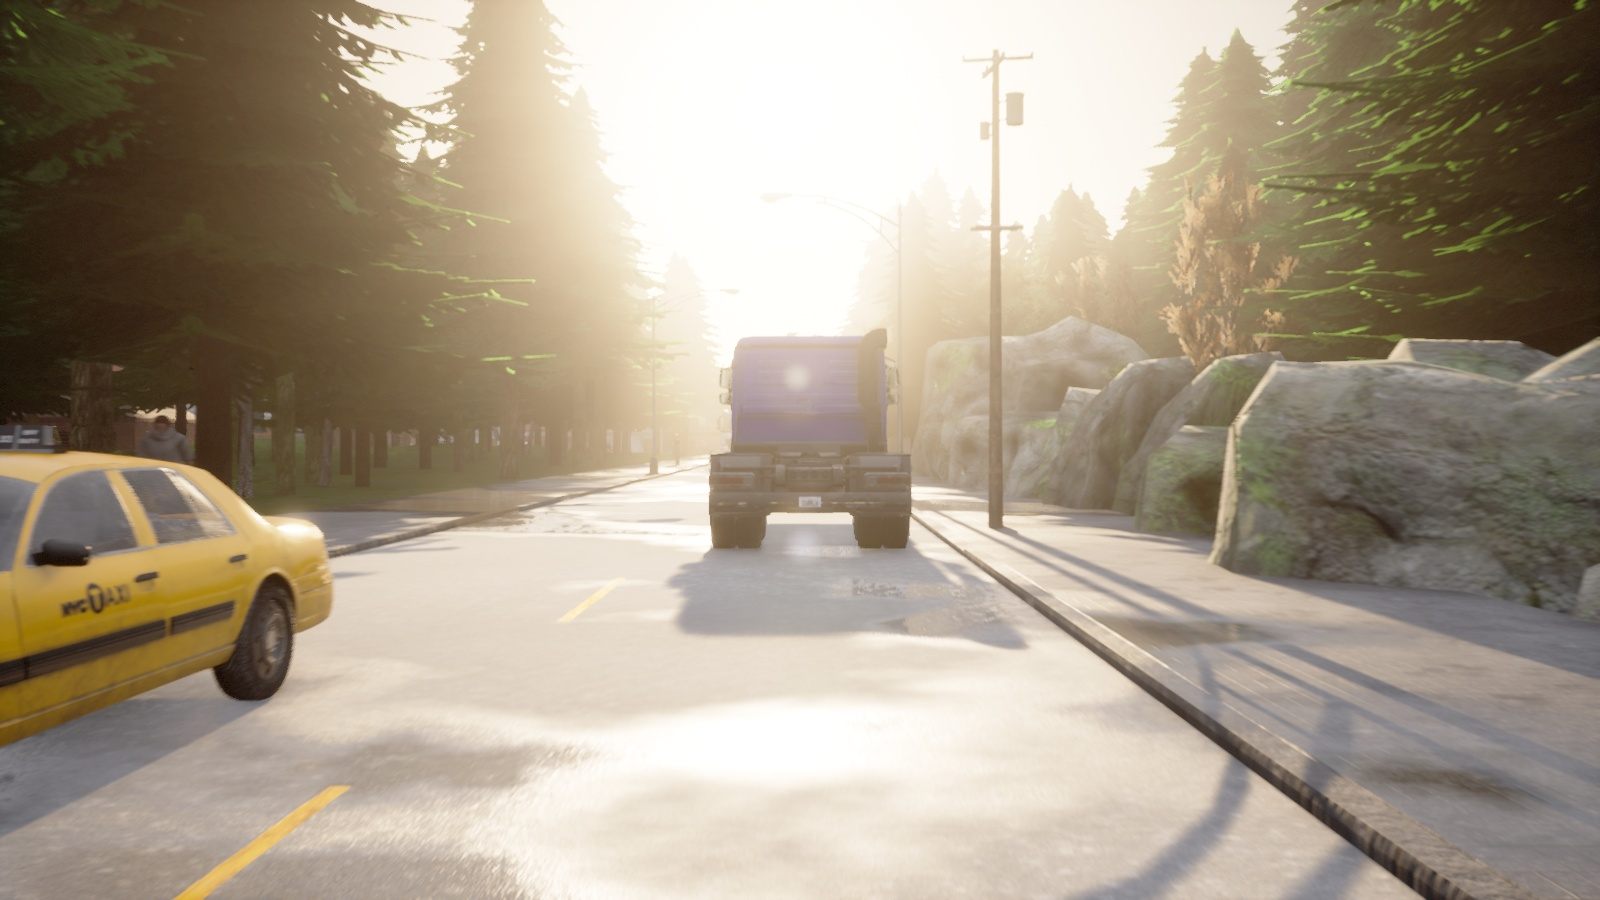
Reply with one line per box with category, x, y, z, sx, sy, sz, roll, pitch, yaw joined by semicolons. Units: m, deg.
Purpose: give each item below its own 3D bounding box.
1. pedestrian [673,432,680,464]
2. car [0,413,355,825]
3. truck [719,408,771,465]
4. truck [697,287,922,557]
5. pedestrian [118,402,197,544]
pedestrian;-7.046;-0.103;71.689;0.345;1.836;0.594;0;0;5
car;-3.948;0.637;5.856;1.801;1.575;5.366;0;0;0
truck;-3.443;-0.857;80.266;2.891;3.462;7.936;0;0;0
truck;0.151;-0.391;20.126;2.891;3.462;7.936;0;0;0
pedestrian;-9.043;0.312;17.694;0.659;1.952;0.873;0;0;0
